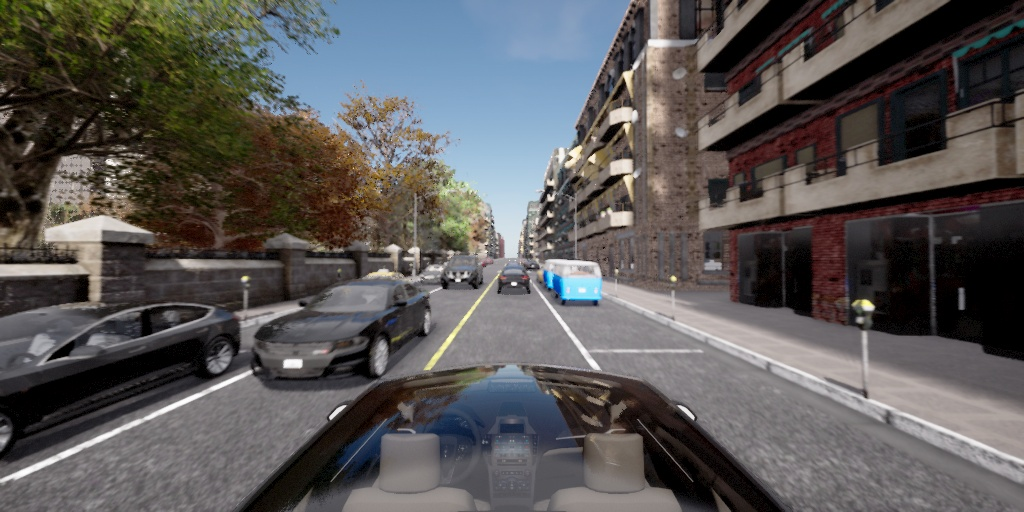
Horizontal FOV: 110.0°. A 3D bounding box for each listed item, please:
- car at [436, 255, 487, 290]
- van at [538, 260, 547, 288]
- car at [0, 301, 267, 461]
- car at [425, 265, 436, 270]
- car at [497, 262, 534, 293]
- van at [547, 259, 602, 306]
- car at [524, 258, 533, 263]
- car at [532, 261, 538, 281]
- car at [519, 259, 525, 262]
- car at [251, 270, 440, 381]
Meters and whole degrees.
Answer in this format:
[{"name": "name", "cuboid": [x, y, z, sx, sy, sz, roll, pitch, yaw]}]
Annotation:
[{"name": "car", "cuboid": [-3.079, 0.977, 23.221, 2.150, 2.045, 5.566, 0, 1, 0]}, {"name": "van", "cuboid": [2.710, 1.104, 21.234, 1.690, 1.789, 3.998, 0, 0, 0]}, {"name": "car", "cuboid": [-5.688, 1.318, 4.673, 1.948, 1.339, 4.313, 0, 0, 0]}, {"name": "car", "cuboid": [-5.666, 1.318, 26.766, 2.007, 1.370, 4.403, 0, 0, 0]}, {"name": "car", "cuboid": [0.109, 1.289, 21.014, 1.812, 1.442, 4.674, 0, 0, 0]}, {"name": "van", "cuboid": [2.704, 1.100, 15.711, 1.690, 1.789, 3.998, 0, 0, 0]}, {"name": "car", "cuboid": [2.736, 1.348, 48.850, 1.948, 1.339, 4.313, 0, 0, 0]}, {"name": "car", "cuboid": [2.715, 1.293, 26.927, 1.751, 1.417, 4.829, 0, 0, 0]}, {"name": "car", "cuboid": [0.138, 1.342, 42.319, 1.994, 1.385, 4.181, 0, 0, 0]}, {"name": "car", "cuboid": [-3.043, 1.232, 7.502, 1.882, 1.535, 5.008, 0, 0, 0]}]
